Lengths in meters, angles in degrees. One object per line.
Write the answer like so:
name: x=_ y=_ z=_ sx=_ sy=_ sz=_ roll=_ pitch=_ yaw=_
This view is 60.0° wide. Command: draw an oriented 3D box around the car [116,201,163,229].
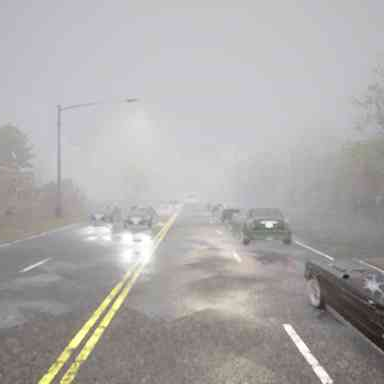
car: x=-3.416 y=1.583 z=22.631 sx=2.128 sy=1.511 sz=4.902 roll=0 pitch=0 yaw=0

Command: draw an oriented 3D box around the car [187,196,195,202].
car: x=-0.258 y=1.732 z=81.280 sx=2.033 sy=1.411 sz=5.357 roll=0 pitch=0 yaw=0

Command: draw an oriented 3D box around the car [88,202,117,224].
car: x=-6.675 y=1.595 z=26.172 sx=2.128 sy=1.511 sz=4.902 roll=0 pitch=0 yaw=0

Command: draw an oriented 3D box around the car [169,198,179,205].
car: x=-3.465 y=1.795 z=64.670 sx=1.895 sy=1.301 sz=4.718 roll=0 pitch=0 yaw=0

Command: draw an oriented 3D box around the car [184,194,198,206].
car: x=-0.186 y=1.408 z=59.507 sx=2.150 sy=2.045 sz=5.566 roll=0 pitch=0 yaw=0

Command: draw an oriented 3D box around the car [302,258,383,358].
car: x=3.242 y=1.618 z=4.894 sx=1.895 sy=1.301 sz=4.718 roll=0 pitch=0 yaw=0

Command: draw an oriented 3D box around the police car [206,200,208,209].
police car: x=3.098 y=1.669 z=48.879 sx=2.038 sy=1.542 sz=4.974 roll=0 pitch=0 yaw=0

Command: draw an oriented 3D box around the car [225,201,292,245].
car: x=3.119 y=1.412 z=16.064 sx=2.097 sy=1.767 sz=4.553 roll=0 pitch=0 yaw=-3

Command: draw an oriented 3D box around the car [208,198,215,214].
car: x=3.134 y=1.659 z=37.876 sx=1.812 sy=1.442 sz=4.674 roll=0 pitch=0 yaw=0

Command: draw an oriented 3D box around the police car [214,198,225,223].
police car: x=3.173 y=1.521 z=26.982 sx=1.930 sy=1.638 sz=5.238 roll=0 pitch=0 yaw=0

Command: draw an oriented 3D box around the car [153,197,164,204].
car: x=-6.714 y=1.722 z=66.677 sx=1.812 sy=1.442 sz=4.674 roll=0 pitch=0 yaw=0
